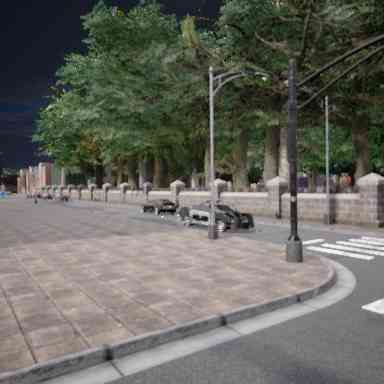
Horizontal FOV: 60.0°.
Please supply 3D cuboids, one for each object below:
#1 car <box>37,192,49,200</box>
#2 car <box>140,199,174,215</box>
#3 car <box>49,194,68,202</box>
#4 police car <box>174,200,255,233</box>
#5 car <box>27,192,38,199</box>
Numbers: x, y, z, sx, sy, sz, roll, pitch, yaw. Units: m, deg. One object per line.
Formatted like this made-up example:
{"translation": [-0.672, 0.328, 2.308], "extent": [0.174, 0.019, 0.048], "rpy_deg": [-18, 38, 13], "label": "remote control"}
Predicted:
{"translation": [-29.280, 0.917, 67.017], "extent": [1.802, 1.307, 4.206], "rpy_deg": [-1, 1, -35], "label": "car"}
{"translation": [-3.061, 1.264, 29.821], "extent": [1.947, 1.339, 4.313], "rpy_deg": [0, 1, -35], "label": "car"}
{"translation": [-22.725, 0.964, 57.718], "extent": [2.008, 1.369, 4.403], "rpy_deg": [-1, 1, -35], "label": "car"}
{"translation": [1.355, 1.278, 18.963], "extent": [1.930, 1.638, 5.238], "rpy_deg": [-1, 1, -35], "label": "police car"}
{"translation": [-35.836, 0.708, 76.315], "extent": [1.967, 1.590, 4.097], "rpy_deg": [-1, 1, -35], "label": "car"}
